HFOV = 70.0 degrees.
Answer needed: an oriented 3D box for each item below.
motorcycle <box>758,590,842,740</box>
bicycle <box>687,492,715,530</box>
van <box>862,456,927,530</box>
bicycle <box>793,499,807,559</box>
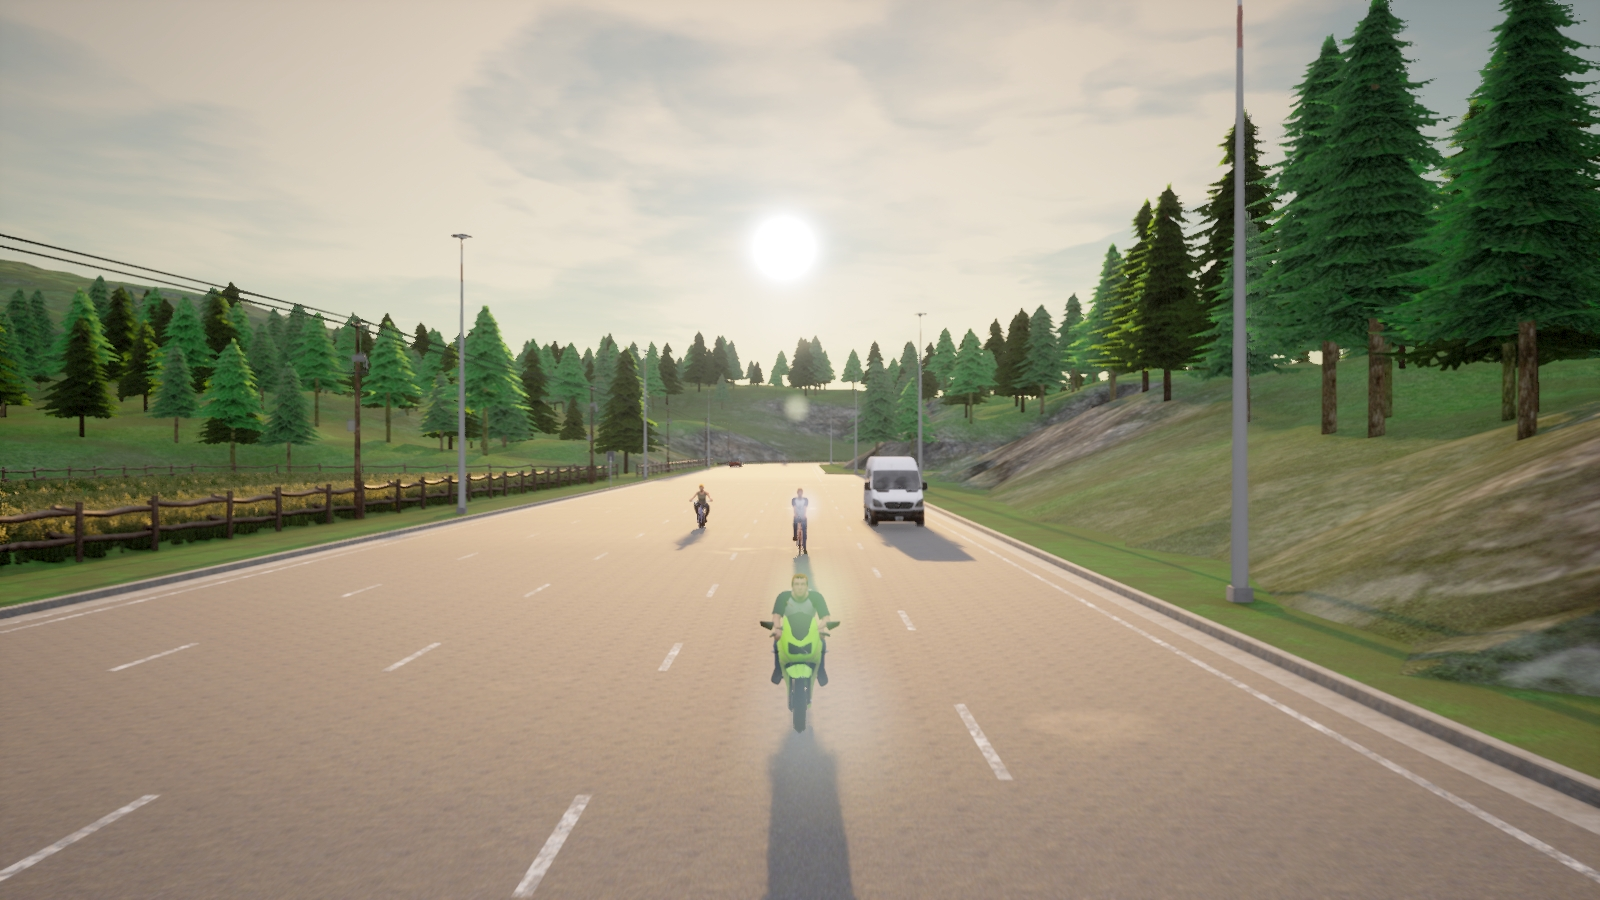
[{"bbox_3d":[0.000,2.187,11.989,0.803,1.199,2.033,0,0,0],"label":"motorcycle"},{"bbox_3d":[-3.495,2.159,40.554,0.859,1.277,1.487,0,0,0],"label":"bicycle"},{"bbox_3d":[3.501,1.535,43.279,1.988,2.561,5.915,0,0,0],"label":"van"},{"bbox_3d":[0.003,2.056,30.108,0.373,1.496,1.643,0,0,0],"label":"bicycle"}]
